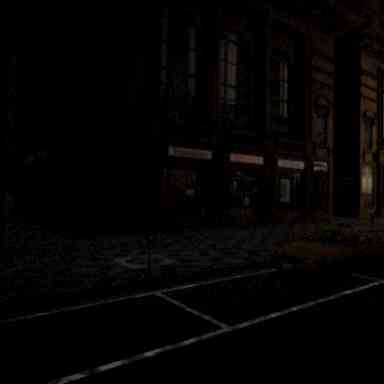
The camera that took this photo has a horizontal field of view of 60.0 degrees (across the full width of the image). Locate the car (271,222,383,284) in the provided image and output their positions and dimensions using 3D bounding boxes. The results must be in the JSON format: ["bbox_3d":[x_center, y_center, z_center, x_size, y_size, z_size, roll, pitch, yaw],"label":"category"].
[{"bbox_3d":[4.420,1.628,9.968,4.829,1.417,1.752,1,0,-36],"label":"car"}]
